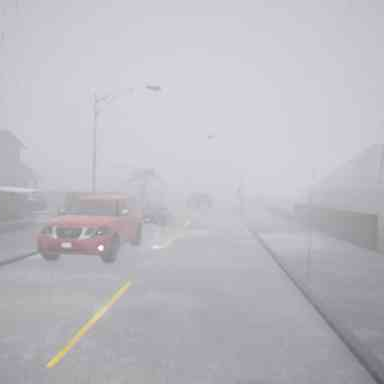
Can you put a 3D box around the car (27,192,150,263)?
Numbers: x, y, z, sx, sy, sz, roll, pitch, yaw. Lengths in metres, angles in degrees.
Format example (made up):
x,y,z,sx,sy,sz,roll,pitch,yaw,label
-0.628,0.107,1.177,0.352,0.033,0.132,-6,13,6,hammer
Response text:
x,y,z,sx,sy,sz,roll,pitch,yaw,label
-3.293,1.136,12.059,2.150,2.045,5.566,1,0,4,car

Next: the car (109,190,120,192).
x,y,z,sx,sy,sz,roll,pitch,yaw,label
-15.187,0.577,63.136,1.905,1.878,3.866,1,0,39,car

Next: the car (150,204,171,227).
x,y,z,sx,sy,sz,roll,pitch,yaw,label
-2.548,1.473,22.051,1.994,1.385,4.181,1,0,4,car

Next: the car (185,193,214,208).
x,y,z,sx,sy,sz,roll,pitch,yaw,label
0.924,1.150,45.664,2.150,2.045,5.566,1,1,-25,car
